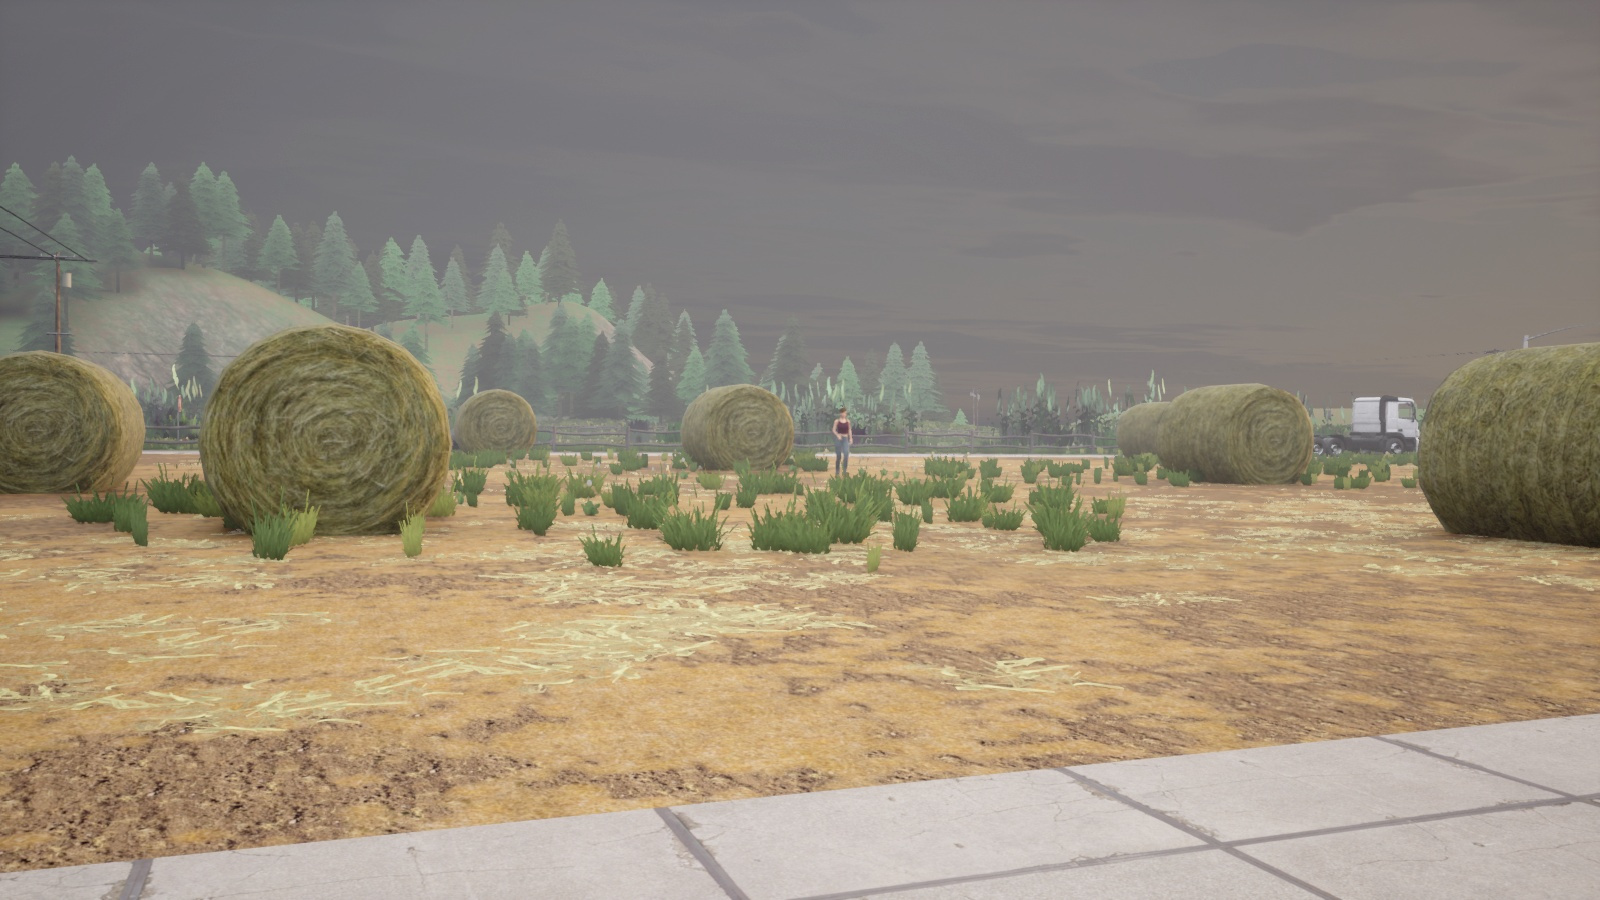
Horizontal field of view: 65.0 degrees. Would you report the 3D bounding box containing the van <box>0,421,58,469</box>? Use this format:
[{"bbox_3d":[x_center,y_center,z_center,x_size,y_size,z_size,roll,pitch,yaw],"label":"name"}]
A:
[{"bbox_3d":[-33.767,-0.203,52.424,4.442,1.987,1.775,-1,1,-17],"label":"van"}]

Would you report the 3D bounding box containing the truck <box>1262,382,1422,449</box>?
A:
[{"bbox_3d":[29.342,-1.891,68.006,7.936,3.462,2.891,-1,1,-17],"label":"truck"}]

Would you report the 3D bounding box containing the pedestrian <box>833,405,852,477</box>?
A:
[{"bbox_3d":[1.098,-0.227,32.254,0.345,1.836,0.594,-1,1,-11],"label":"pedestrian"}]
